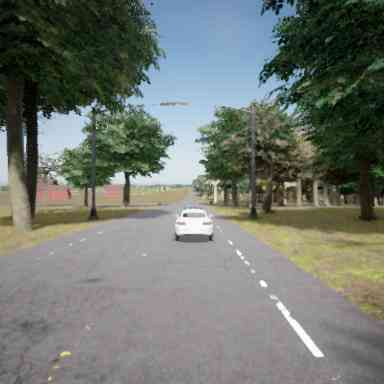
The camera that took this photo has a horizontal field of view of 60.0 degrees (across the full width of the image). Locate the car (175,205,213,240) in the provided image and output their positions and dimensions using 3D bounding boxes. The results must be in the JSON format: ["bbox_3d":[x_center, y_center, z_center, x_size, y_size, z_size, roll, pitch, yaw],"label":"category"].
[{"bbox_3d":[0.100,1.592,17.183,1.812,1.442,4.674,0,-1,0],"label":"car"}]

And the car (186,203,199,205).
[{"bbox_3d":[0.100,1.921,37.681,1.895,1.301,4.718,0,-1,0],"label":"car"}]
